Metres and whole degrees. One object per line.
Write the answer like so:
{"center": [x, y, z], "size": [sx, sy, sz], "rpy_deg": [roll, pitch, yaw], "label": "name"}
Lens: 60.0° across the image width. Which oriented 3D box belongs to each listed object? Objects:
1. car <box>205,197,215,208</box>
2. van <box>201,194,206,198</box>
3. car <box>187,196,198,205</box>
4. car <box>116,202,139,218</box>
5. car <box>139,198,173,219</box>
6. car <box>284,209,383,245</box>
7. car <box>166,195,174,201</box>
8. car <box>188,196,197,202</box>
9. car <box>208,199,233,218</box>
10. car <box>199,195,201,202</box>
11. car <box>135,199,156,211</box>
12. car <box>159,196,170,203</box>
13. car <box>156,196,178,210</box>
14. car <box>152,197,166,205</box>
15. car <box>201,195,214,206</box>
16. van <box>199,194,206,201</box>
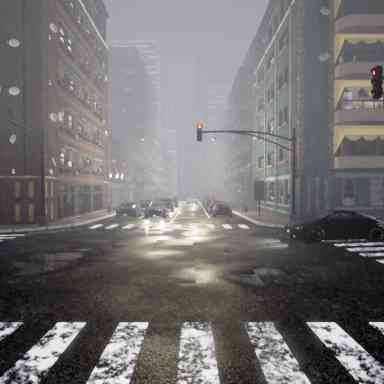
{"center": [2.704, 1.570, 35.777], "size": [1.947, 1.339, 4.313], "rpy_deg": [0, 0, 0], "label": "car"}
{"center": [2.711, 1.353, 52.347], "size": [1.690, 1.788, 3.998], "rpy_deg": [0, 0, 0], "label": "van"}
{"center": [0.032, 1.542, 59.711], "size": [1.812, 1.442, 4.674], "rpy_deg": [0, 0, 0], "label": "car"}
{"center": [-5.680, 1.568, 30.270], "size": [1.947, 1.339, 4.313], "rpy_deg": [0, 0, 0], "label": "car"}
{"center": [-3.085, 1.549, 29.776], "size": [2.033, 1.411, 5.357], "rpy_deg": [0, 0, 0], "label": "car"}
{"center": [6.269, 1.485, 14.753], "size": [4.181, 1.385, 1.994], "rpy_deg": [-2, 0, 0], "label": "car"}
{"center": [-5.652, 1.561, 85.335], "size": [1.752, 1.417, 4.829], "rpy_deg": [0, 0, 0], "label": "car"}
{"center": [0.038, 1.451, 69.746], "size": [1.895, 1.301, 4.718], "rpy_deg": [0, 0, 0], "label": "car"}
{"center": [2.701, 1.584, 30.254], "size": [1.802, 1.307, 4.206], "rpy_deg": [0, 0, 0], "label": "car"}
{"center": [2.715, 1.581, 57.871], "size": [1.947, 1.339, 4.313], "rpy_deg": [0, 0, 0], "label": "car"}
{"center": [-5.674, 1.572, 41.317], "size": [1.947, 1.339, 4.313], "rpy_deg": [0, 0, 0], "label": "car"}
{"center": [-5.660, 1.604, 68.935], "size": [1.802, 1.307, 4.206], "rpy_deg": [0, 0, 0], "label": "car"}
{"center": [-3.076, 1.510, 39.895], "size": [1.837, 1.490, 4.892], "rpy_deg": [0, 0, 0], "label": "car"}
{"center": [-5.666, 1.560, 57.888], "size": [1.887, 1.381, 4.507], "rpy_deg": [0, 0, 0], "label": "car"}
{"center": [2.709, 1.554, 46.824], "size": [1.887, 1.381, 4.507], "rpy_deg": [0, 0, 0], "label": "car"}
{"center": [2.728, 1.377, 85.489], "size": [1.690, 1.788, 3.998], "rpy_deg": [-1, 0, 0], "label": "van"}
